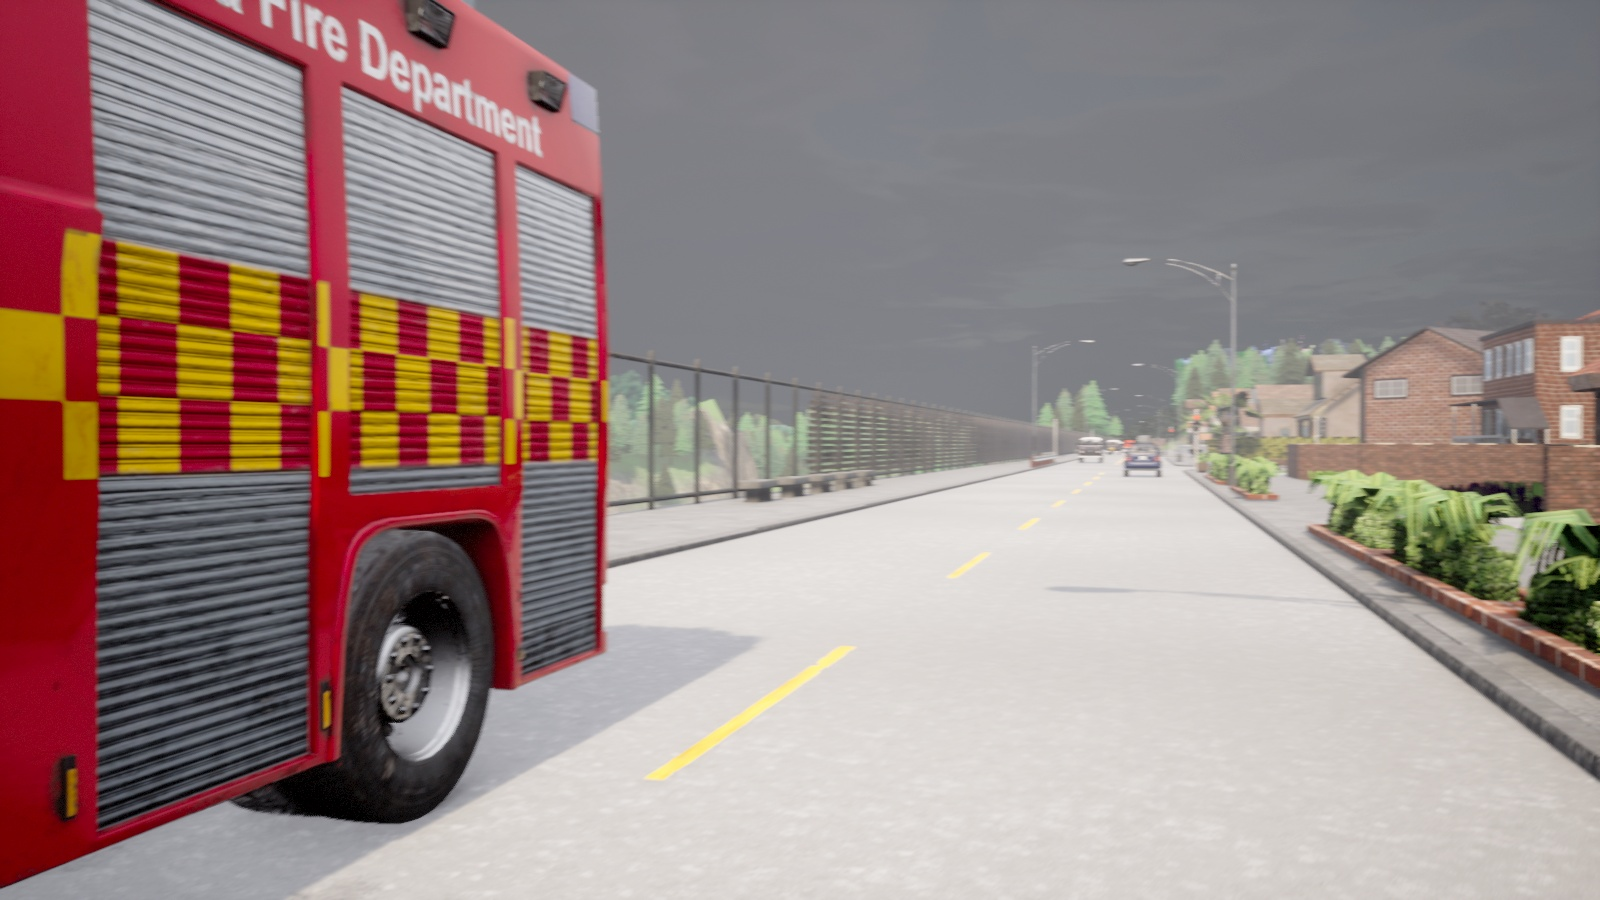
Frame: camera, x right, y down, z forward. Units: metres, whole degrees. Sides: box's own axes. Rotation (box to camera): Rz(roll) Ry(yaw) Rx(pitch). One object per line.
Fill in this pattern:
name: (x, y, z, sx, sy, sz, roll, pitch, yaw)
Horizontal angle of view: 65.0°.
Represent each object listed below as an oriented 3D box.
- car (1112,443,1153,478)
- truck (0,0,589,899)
car: (15.365, 0.477, 58.052, 1.789, 1.549, 3.705, 0, 0, 15)
truck: (-3.534, -0.449, 2.547, 2.891, 3.827, 8.468, 0, 0, 15)
